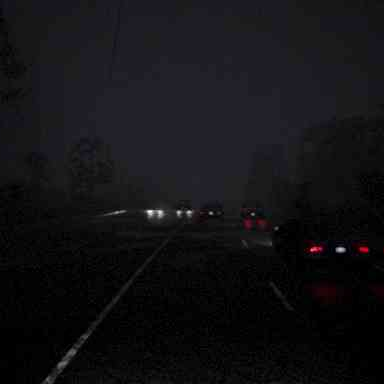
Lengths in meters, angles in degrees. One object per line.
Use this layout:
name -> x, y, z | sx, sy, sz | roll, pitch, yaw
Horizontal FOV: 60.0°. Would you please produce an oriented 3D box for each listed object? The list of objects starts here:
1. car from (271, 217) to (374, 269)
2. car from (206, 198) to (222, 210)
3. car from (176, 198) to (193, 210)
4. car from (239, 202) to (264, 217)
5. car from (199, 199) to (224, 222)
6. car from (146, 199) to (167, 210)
car -> 3.985, 1.549, 11.109 | 2.033, 1.411, 5.357 | 0, 0, 3
car -> 2.859, 1.547, 42.904 | 1.994, 1.385, 4.181 | 0, 0, 5
car -> -0.885, 1.523, 42.396 | 2.033, 1.411, 5.357 | 0, 0, 5
car -> 5.381, 1.596, 30.576 | 1.895, 1.301, 4.718 | 0, 0, 5
car -> 1.501, 1.537, 25.876 | 2.033, 1.411, 5.357 | 0, 0, 4
car -> -4.421, 1.532, 42.042 | 1.994, 1.385, 4.181 | 0, 0, 5
